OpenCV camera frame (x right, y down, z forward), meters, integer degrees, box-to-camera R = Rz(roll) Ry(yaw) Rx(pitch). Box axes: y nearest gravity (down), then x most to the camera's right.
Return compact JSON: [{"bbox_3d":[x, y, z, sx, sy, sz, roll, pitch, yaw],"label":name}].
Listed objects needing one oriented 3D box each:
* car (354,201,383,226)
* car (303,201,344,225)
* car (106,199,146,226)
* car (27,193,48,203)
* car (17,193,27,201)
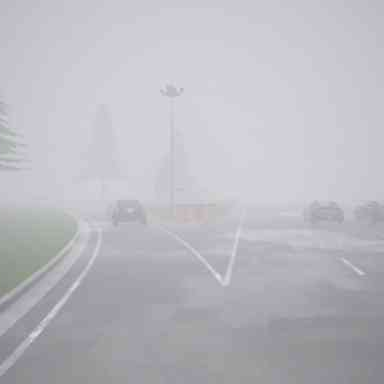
[{"bbox_3d":[12.158,1.307,21.717,2.128,1.511,4.902,0,0,10],"label":"car"},{"bbox_3d":[8.709,1.317,22.308,2.128,1.511,4.902,0,0,10],"label":"car"},{"bbox_3d":[-4.559,1.227,22.573,2.097,1.767,4.553,0,0,-20],"label":"car"},{"bbox_3d":[-27.684,1.275,60.328,2.033,1.411,5.357,-1,0,-40],"label":"car"},{"bbox_3d":[-34.307,0.985,68.253,2.097,1.767,4.553,-1,0,-40],"label":"car"}]
